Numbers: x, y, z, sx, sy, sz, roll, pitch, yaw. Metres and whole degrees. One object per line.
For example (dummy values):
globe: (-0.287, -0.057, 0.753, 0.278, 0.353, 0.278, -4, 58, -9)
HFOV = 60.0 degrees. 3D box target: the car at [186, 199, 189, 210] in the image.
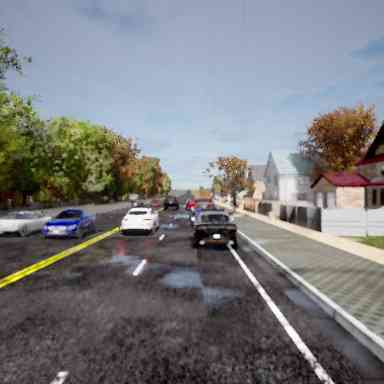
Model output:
car: (0.057, 1.917, 50.681, 1.882, 1.535, 5.008, 0, 0, 1)

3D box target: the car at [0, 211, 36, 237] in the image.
car: (-9.832, 1.781, 19.277, 1.895, 1.301, 4.718, 0, -1, 0)

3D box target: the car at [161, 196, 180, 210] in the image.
car: (-3.104, 1.663, 51.215, 2.150, 2.045, 5.566, 0, -1, 0)

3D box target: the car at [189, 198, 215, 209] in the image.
car: (0.998, 1.584, 25.640, 2.097, 1.767, 4.553, 0, -1, 0)

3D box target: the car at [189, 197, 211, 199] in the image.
car: (1.003, 1.508, 31.699, 2.150, 2.045, 5.566, 0, 0, 0)

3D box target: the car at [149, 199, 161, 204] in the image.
car: (-6.494, 1.989, 59.799, 1.882, 1.535, 5.008, 0, 0, 1)

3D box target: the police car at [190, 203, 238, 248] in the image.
police car: (0.989, 1.570, 15.779, 1.930, 1.638, 5.238, 0, -1, 0)

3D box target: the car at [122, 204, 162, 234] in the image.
car: (-3.132, 1.716, 20.658, 1.812, 1.442, 4.674, 0, -1, 0)

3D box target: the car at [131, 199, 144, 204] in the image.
car: (-9.748, 2.005, 59.818, 2.128, 1.511, 4.902, 0, 0, 1)

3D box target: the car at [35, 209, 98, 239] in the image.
car: (-6.581, 1.697, 18.456, 1.812, 1.442, 4.674, 0, -1, 0)

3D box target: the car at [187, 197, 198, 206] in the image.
car: (0.058, 1.918, 66.804, 2.097, 1.767, 4.553, 0, 0, 0)
